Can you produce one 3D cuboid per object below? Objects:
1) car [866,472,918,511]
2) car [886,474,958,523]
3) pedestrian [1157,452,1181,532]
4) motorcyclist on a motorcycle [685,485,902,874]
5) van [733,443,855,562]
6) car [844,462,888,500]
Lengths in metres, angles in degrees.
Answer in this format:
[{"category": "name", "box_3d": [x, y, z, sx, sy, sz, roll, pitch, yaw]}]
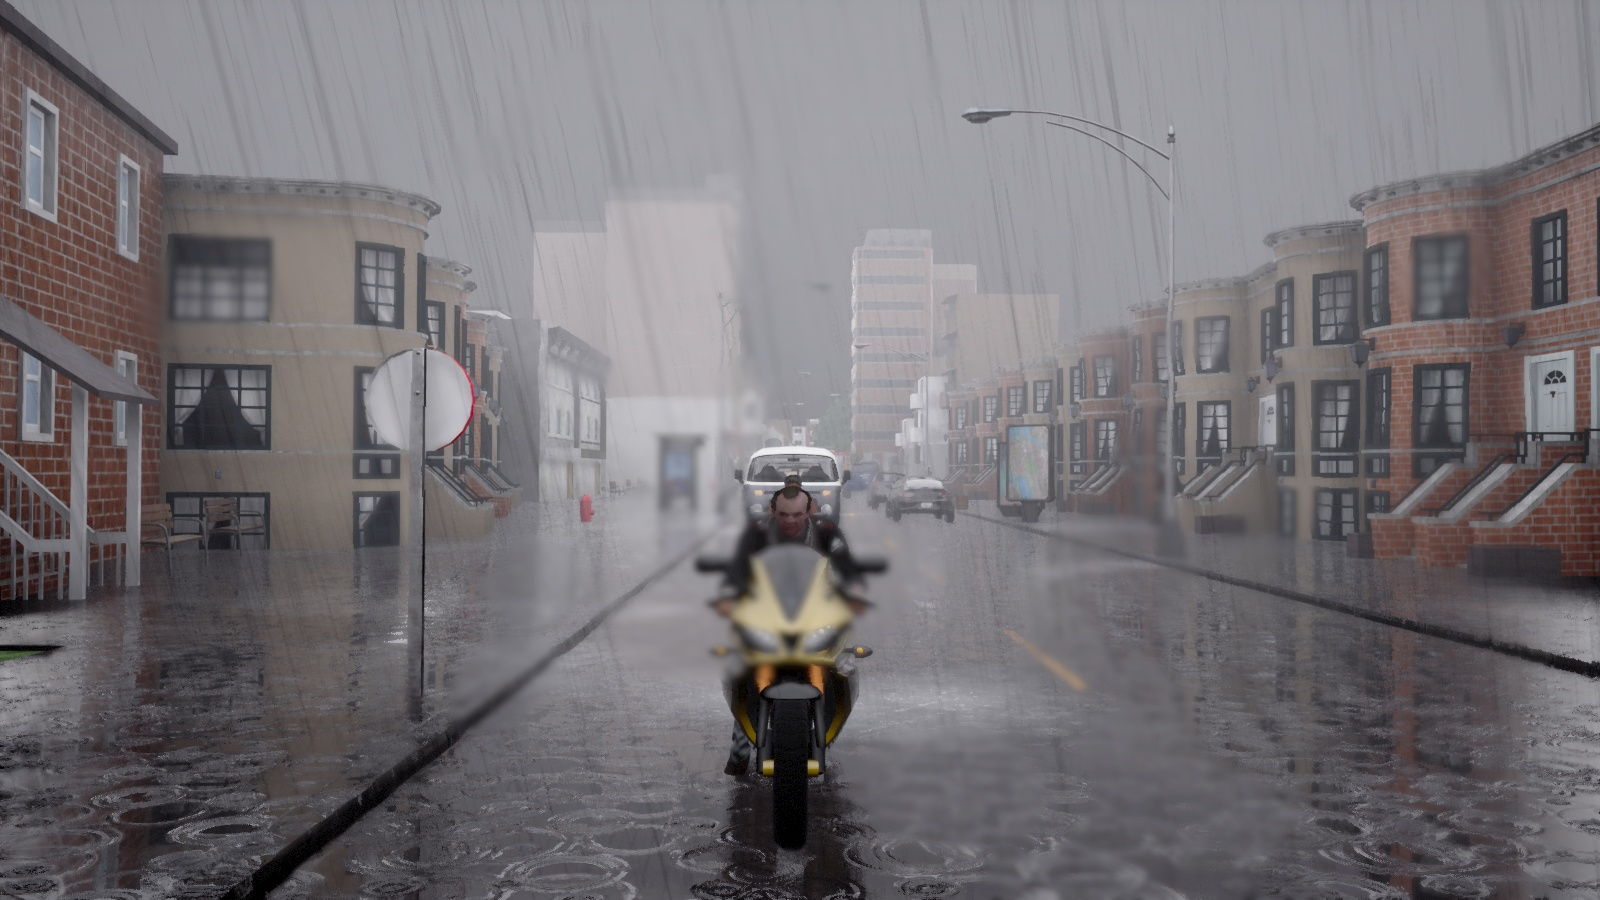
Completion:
[{"category": "car", "box_3d": [3.761, 1.678, 51.637, 1.845, 1.501, 3.633, 0, -1, 0]}, {"category": "car", "box_3d": [3.813, 1.496, 40.023, 1.812, 1.442, 4.674, 0, -1, 0]}, {"category": "pedestrian", "box_3d": [8.720, 0.987, 29.719, 0.376, 1.854, 0.720, 0, -1, 3]}, {"category": "motorcyclist on a motorcycle", "box_3d": [-0.034, 0.953, 6.143, 0.866, 1.530, 2.191, 0, -1, 0]}, {"category": "van", "box_3d": [-0.115, 0.936, 23.744, 2.069, 2.038, 4.480, 0, -1, 0]}, {"category": "car", "box_3d": [3.671, 1.706, 70.890, 2.150, 2.045, 5.566, 0, -1, 0]}]
